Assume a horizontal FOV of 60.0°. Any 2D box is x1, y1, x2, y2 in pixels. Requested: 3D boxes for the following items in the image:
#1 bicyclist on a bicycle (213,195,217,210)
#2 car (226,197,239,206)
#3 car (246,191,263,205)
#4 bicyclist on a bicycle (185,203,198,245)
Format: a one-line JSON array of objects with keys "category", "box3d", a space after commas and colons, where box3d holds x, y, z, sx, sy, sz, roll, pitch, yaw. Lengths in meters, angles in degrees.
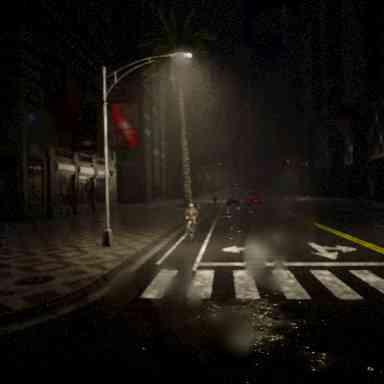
[{"category": "bicyclist on a bicycle", "box3d": [2.766, 1.275, 40.139, 0.659, 1.776, 1.843, -1, -3, 5]}, {"category": "car", "box3d": [6.133, 1.357, 50.267, 1.895, 1.301, 4.718, -1, 0, 6]}, {"category": "car", "box3d": [9.352, 0.897, 49.909, 2.150, 2.045, 5.566, -1, 0, 6]}, {"category": "bicyclist on a bicycle", "box3d": [-0.035, 1.397, 14.824, 0.659, 1.776, 1.843, -1, 0, 7]}]
